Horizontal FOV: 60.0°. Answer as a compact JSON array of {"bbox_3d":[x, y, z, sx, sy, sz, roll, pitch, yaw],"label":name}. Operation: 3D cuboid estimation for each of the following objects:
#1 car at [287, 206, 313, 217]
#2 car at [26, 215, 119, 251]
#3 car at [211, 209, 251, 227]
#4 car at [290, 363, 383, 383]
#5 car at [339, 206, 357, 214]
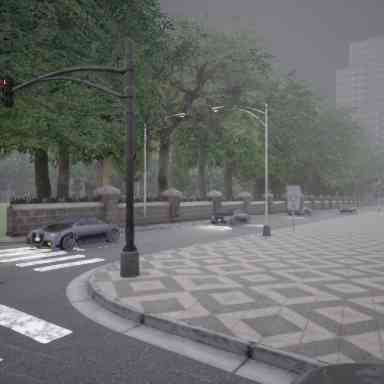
[{"bbox_3d":[14.198,2.482,43.387,2.033,1.411,5.357,0,-1,36],"label":"car"},{"bbox_3d":[-5.320,1.789,15.333,1.994,1.385,4.181,0,-1,30],"label":"car"},{"bbox_3d":[3.316,2.103,28.093,1.994,1.385,4.181,0,-1,35],"label":"car"},{"bbox_3d":[2.380,1.551,1.263,4.403,1.369,2.008,0,0,36],"label":"car"},{"bbox_3d":[25.180,2.845,53.470,1.895,1.301,4.718,0,-1,36],"label":"car"}]
